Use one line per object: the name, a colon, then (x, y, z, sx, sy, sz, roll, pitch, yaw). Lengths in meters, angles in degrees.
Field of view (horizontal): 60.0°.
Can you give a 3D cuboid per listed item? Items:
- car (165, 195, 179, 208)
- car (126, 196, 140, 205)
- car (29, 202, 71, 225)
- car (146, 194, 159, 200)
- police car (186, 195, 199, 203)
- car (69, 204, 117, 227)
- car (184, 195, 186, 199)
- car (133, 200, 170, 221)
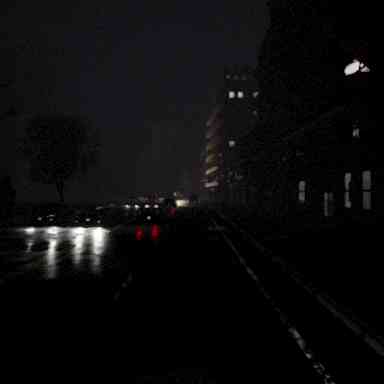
car: (-3.162, 1.501, 46.981, 1.812, 1.442, 4.674, 0, 0, -1)
car: (-9.993, 1.495, 57.009, 1.812, 1.442, 4.674, 0, 0, -1)
car: (-9.743, 1.487, 23.779, 1.837, 1.490, 4.892, 0, 0, 1)
car: (-6.756, 1.324, 57.207, 2.097, 1.767, 4.553, 0, 0, -1)
police car: (0.305, 1.404, 69.797, 1.930, 1.638, 5.238, 0, 0, -3)
car: (-6.506, 1.549, 22.781, 1.994, 1.385, 4.181, 0, 0, 1)
car: (-0.241, 1.505, 79.759, 1.812, 1.442, 4.674, 0, 0, -4)
car: (-3.124, 1.585, 26.458, 1.895, 1.301, 4.718, 0, 0, 1)
